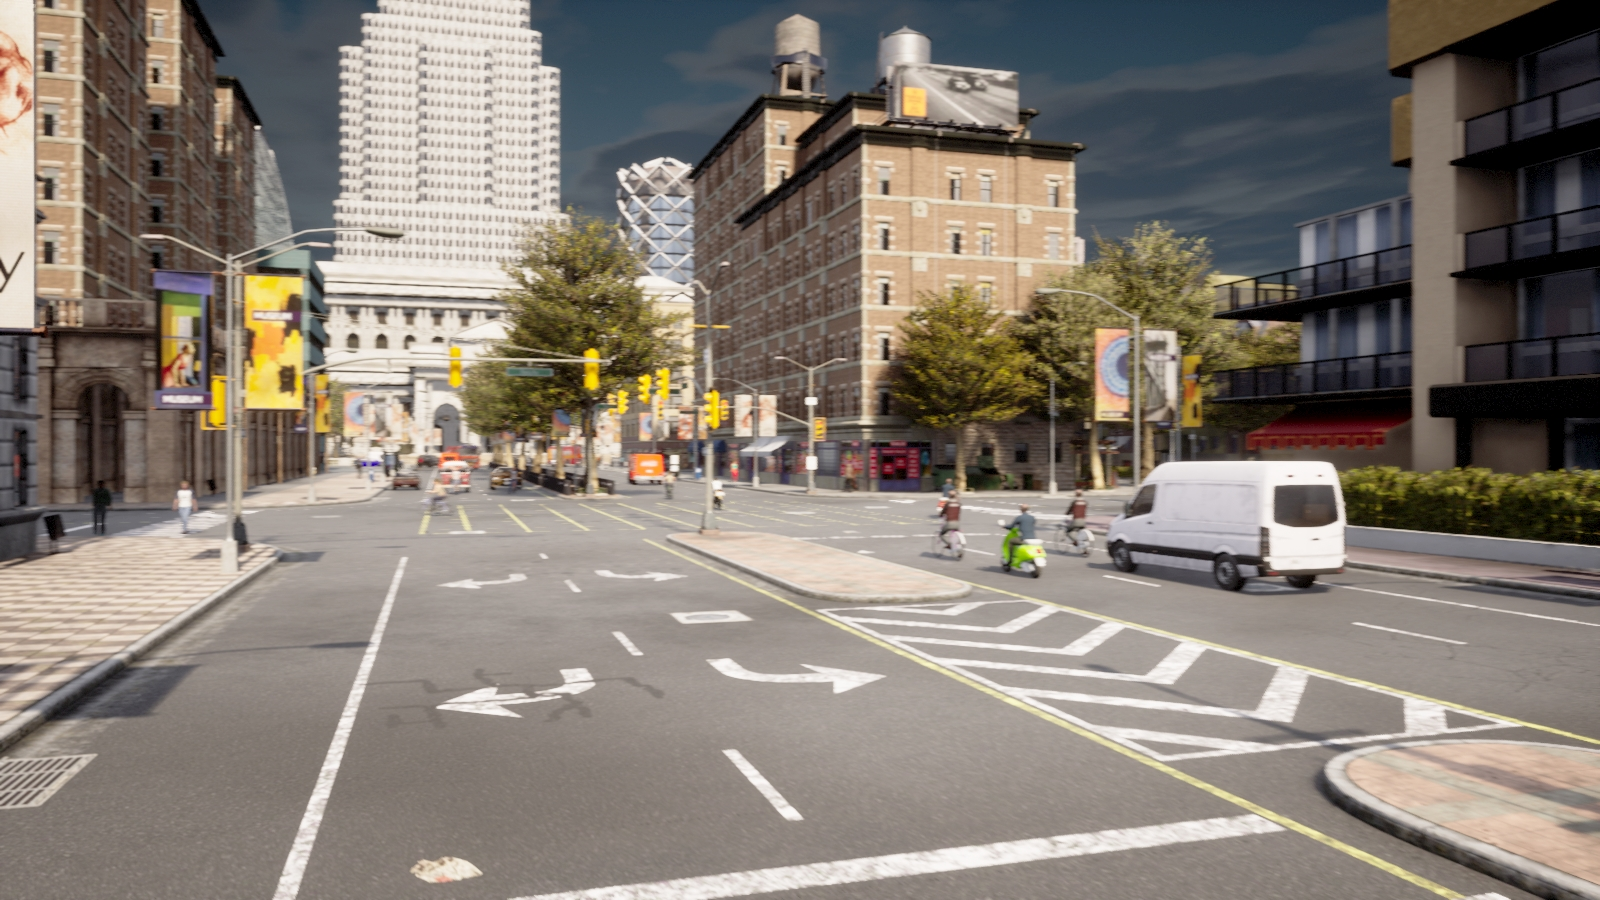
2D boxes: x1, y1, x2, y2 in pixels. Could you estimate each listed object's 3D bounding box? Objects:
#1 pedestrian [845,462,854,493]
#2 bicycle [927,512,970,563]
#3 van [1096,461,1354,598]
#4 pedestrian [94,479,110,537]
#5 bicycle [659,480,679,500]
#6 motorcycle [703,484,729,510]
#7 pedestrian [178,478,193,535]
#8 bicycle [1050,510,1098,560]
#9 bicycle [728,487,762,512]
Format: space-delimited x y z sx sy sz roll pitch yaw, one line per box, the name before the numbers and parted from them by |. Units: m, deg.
pedestrian | 3.061 1.694 70.711 0.375 1.860 0.375 0 0 -33
bicycle | 3.765 2.207 29.110 0.329 1.171 1.835 0 0 -18
van | 8.860 1.525 24.607 1.988 2.561 5.915 0 0 -17
pedestrian | -22.576 1.869 36.964 0.375 1.860 0.375 0 0 -17
bicycle | -7.458 2.264 65.084 0.859 1.080 1.487 0 0 -18
motorcycle | -3.975 2.217 53.911 0.803 1.145 2.033 0 0 -17
pedestrian | -20.406 1.868 37.926 0.375 1.860 0.375 0 0 -19
bicycle | 7.186 2.204 30.038 0.329 1.171 1.835 0 0 -17
bicycle | -2.514 2.259 52.509 1.487 1.080 0.859 0 1 1
